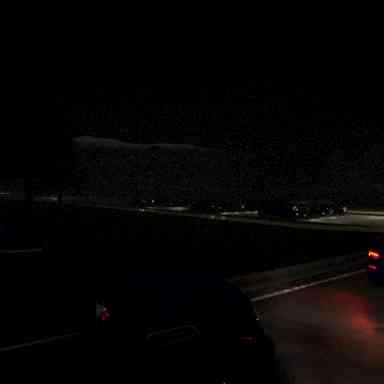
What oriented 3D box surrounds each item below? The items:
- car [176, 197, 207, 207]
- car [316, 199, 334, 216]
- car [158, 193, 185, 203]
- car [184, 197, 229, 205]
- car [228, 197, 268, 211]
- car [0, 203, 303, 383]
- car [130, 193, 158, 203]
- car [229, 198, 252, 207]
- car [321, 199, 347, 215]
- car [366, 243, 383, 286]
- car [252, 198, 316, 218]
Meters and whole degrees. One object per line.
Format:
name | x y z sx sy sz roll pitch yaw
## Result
car | -0.122 1.547 51.767 2.033 1.411 5.357 0 0 -36
car | 10.404 1.601 31.388 1.895 1.301 4.718 0 0 -36
car | -3.873 1.223 50.994 2.150 2.045 5.566 0 0 -36
car | 1.573 1.506 37.539 1.837 1.490 4.892 0 0 -36
car | 6.985 1.491 41.998 2.128 1.511 4.902 0 0 -36
car | -1.855 1.221 2.422 5.566 2.045 2.150 0 0 -35
car | -7.548 1.352 50.116 2.097 1.767 4.553 0 0 -36
car | 4.325 1.491 39.705 2.128 1.511 4.902 0 0 -36
car | 13.119 1.492 33.607 2.128 1.511 4.902 0 0 -36
car | 6.039 1.526 8.071 4.674 1.442 1.812 0 0 -35
car | 7.895 1.352 28.892 2.097 1.767 4.553 0 0 -36
